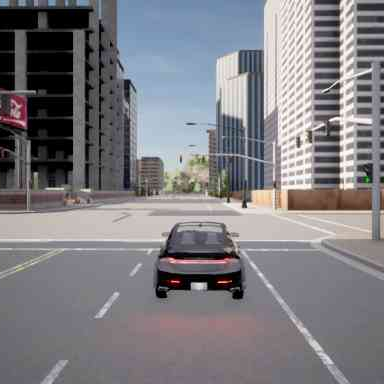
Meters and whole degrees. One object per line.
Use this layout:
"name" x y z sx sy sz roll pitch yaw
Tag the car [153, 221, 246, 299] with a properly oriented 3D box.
"car" 0.207 1.492 8.440 2.128 1.511 4.902 0 0 2
